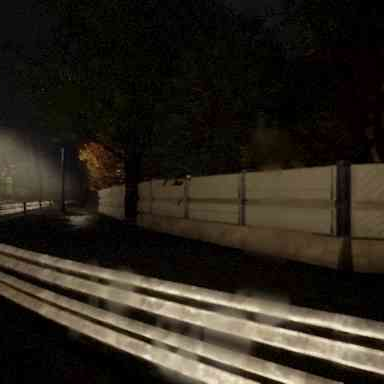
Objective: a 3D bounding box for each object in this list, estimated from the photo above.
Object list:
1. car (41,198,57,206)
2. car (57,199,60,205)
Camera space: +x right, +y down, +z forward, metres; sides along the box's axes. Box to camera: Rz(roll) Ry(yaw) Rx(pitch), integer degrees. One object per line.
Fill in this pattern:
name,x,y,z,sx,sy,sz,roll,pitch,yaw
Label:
car,-28.810,1.984,66.264,1.882,1.535,5.008,1,-1,-15
car,-31.516,2.308,76.213,1.812,1.442,4.674,1,-1,-15
